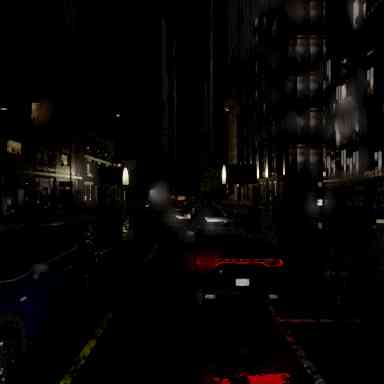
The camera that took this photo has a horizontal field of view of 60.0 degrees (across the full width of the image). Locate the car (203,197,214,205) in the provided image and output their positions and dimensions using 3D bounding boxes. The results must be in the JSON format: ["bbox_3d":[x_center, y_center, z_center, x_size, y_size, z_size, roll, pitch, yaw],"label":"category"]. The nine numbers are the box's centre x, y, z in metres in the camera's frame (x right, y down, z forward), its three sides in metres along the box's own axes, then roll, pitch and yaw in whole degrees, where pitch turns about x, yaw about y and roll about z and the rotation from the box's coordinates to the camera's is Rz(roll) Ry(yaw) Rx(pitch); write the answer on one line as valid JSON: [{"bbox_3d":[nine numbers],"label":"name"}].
[{"bbox_3d":[2.800,1.544,58.284,1.752,1.417,4.829,0,0,0],"label":"car"}]

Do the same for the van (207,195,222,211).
[{"bbox_3d":[2.765,1.348,41.542,1.690,1.788,3.998,0,0,0],"label":"van"}]

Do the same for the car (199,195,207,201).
[{"bbox_3d":[2.854,1.565,85.905,1.752,1.417,4.829,0,0,0],"label":"car"}]

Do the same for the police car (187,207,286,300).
[{"bbox_3d":[0.916,1.425,8.577,1.930,1.638,5.238,0,0,0],"label":"police car"}]

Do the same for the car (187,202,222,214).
[{"bbox_3d":[0.813,1.504,18.467,1.837,1.490,4.892,0,0,0],"label":"car"}]

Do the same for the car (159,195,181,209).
[{"bbox_3d":[-3.008,1.558,47.031,2.033,1.411,5.357,0,0,0],"label":"car"}]

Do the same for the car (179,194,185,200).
[{"bbox_3d":[-2.823,1.395,90.886,2.097,1.767,4.553,0,0,0],"label":"car"}]

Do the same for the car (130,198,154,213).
[{"bbox_3d":[-5.624,1.555,36.031,2.008,1.369,4.403,0,0,0],"label":"car"}]

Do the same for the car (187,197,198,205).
[{"bbox_3d":[0.115,1.583,58.914,1.994,1.385,4.181,0,0,0],"label":"car"}]

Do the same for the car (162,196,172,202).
[{"bbox_3d":[-5.548,1.612,74.700,1.802,1.307,4.206,0,0,0],"label":"car"}]

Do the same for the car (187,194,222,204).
[{"bbox_3d":[0.948,1.226,24.496,2.150,2.045,5.566,0,0,0],"label":"car"}]

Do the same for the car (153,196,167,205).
[{"bbox_3d":[-5.581,1.458,58.127,1.967,1.590,4.097,0,0,0],"label":"car"}]

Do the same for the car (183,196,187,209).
[{"bbox_3d":[0.106,1.515,45.725,1.837,1.490,4.892,0,0,0],"label":"car"}]

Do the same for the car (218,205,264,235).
[{"bbox_3d":[2.724,1.551,19.445,2.008,1.369,4.403,0,0,0],"label":"car"}]

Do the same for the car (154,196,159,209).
[{"bbox_3d":[-5.613,1.552,41.555,1.887,1.381,4.507,0,0,0],"label":"car"}]

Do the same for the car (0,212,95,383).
[{"bbox_3d":[-3.093,1.352,5.081,2.097,1.767,4.553,0,0,0],"label":"car"}]

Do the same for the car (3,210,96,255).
[{"bbox_3d":[-5.667,1.550,13.935,2.008,1.369,4.403,0,0,0],"label":"car"}]

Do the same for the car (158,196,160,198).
[{"bbox_3d":[-5.591,1.580,52.603,1.947,1.339,4.313,0,0,0],"label":"car"}]

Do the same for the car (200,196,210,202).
[{"bbox_3d":[2.832,1.581,74.687,2.008,1.369,4.403,0,0,0],"label":"car"}]

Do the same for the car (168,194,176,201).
[{"bbox_3d":[-5.516,1.485,91.272,1.967,1.590,4.097,0,0,0],"label":"car"}]
